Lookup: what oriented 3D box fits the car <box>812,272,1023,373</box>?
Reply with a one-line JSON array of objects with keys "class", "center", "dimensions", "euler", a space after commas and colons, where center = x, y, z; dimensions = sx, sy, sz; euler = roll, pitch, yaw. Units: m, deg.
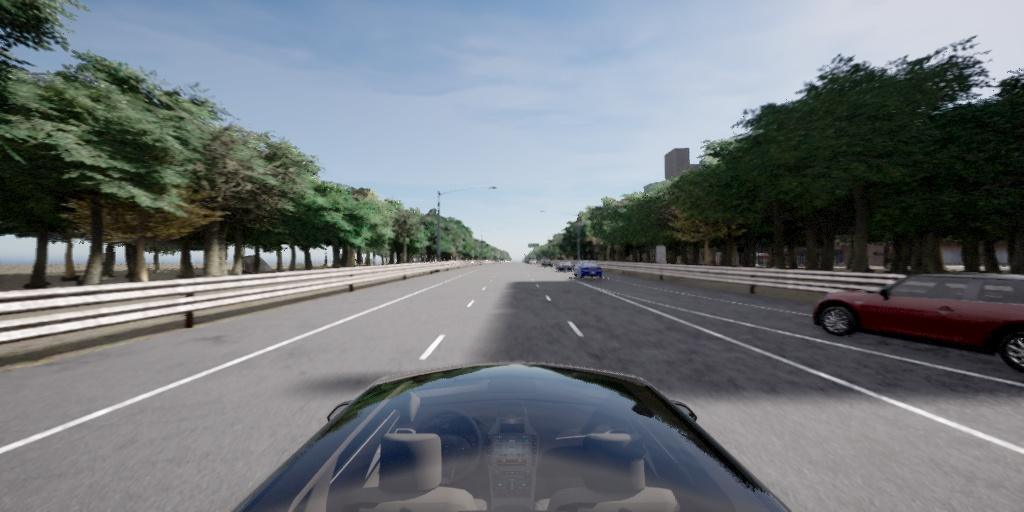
[{"class": "car", "center": [9.389, 1.130, 7.806], "dimensions": [2.097, 1.767, 4.553], "euler": [0, 0, -12]}]

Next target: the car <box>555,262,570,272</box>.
[{"class": "car", "center": [7.020, 1.437, 48.805], "dimensions": [1.895, 1.301, 4.718], "euler": [0, 0, 0]}]

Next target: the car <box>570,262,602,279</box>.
[{"class": "car", "center": [7.019, 1.286, 33.553], "dimensions": [1.882, 1.535, 5.008], "euler": [0, 0, 0]}]
